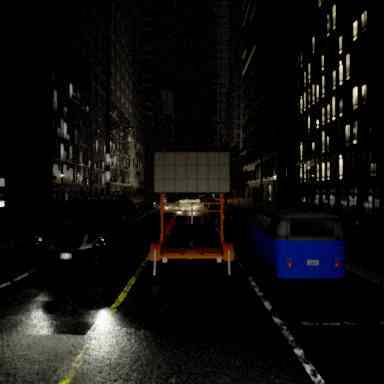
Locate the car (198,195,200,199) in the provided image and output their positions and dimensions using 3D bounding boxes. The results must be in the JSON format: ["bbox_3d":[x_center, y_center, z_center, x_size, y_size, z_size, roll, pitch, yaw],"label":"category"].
[{"bbox_3d":[2.693,1.382,66.170,1.967,1.590,4.097,0,0,0],"label":"car"}]

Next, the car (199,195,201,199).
[{"bbox_3d":[2.692,1.515,54.786,2.008,1.369,4.403,0,0,0],"label":"car"}]

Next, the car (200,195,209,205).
[{"bbox_3d":[2.692,1.523,49.093,2.008,1.369,4.403,0,0,0],"label":"car"}]

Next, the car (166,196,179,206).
[{"bbox_3d":[-3.089,1.445,52.589,1.882,1.535,5.008,0,0,0],"label":"car"}]

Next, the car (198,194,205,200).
[{"bbox_3d":[2.694,1.422,94.633,1.887,1.381,4.507,0,0,0],"label":"car"}]

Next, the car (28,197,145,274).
[{"bbox_3d":[-3.101,1.216,10.947,2.150,2.045,5.566,0,0,0],"label":"car"}]

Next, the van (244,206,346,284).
[{"bbox_3d":[2.691,1.337,9.246,1.690,1.788,3.998,0,0,0],"label":"van"}]

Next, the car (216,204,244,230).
[{"bbox_3d":[2.691,1.573,20.630,1.802,1.307,4.206,0,0,0],"label":"car"}]

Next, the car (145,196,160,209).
[{"bbox_3d":[-5.689,1.529,43.404,2.008,1.369,4.403,0,0,0],"label":"car"}]

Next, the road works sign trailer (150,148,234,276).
[{"bbox_3d":[0.001,0.460,10.265,2.380,3.560,2.880,0,0,0],"label":"road works sign trailer"}]

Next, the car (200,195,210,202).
[{"bbox_3d":[2.693,1.371,71.863,1.967,1.590,4.097,0,0,0],"label":"car"}]

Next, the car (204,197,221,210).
[{"bbox_3d":[2.692,1.565,37.708,1.802,1.307,4.206,0,0,0],"label":"car"}]

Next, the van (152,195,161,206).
[{"bbox_3d":[-5.688,1.305,54.789,1.690,1.788,3.998,0,0,0],"label":"van"}]
